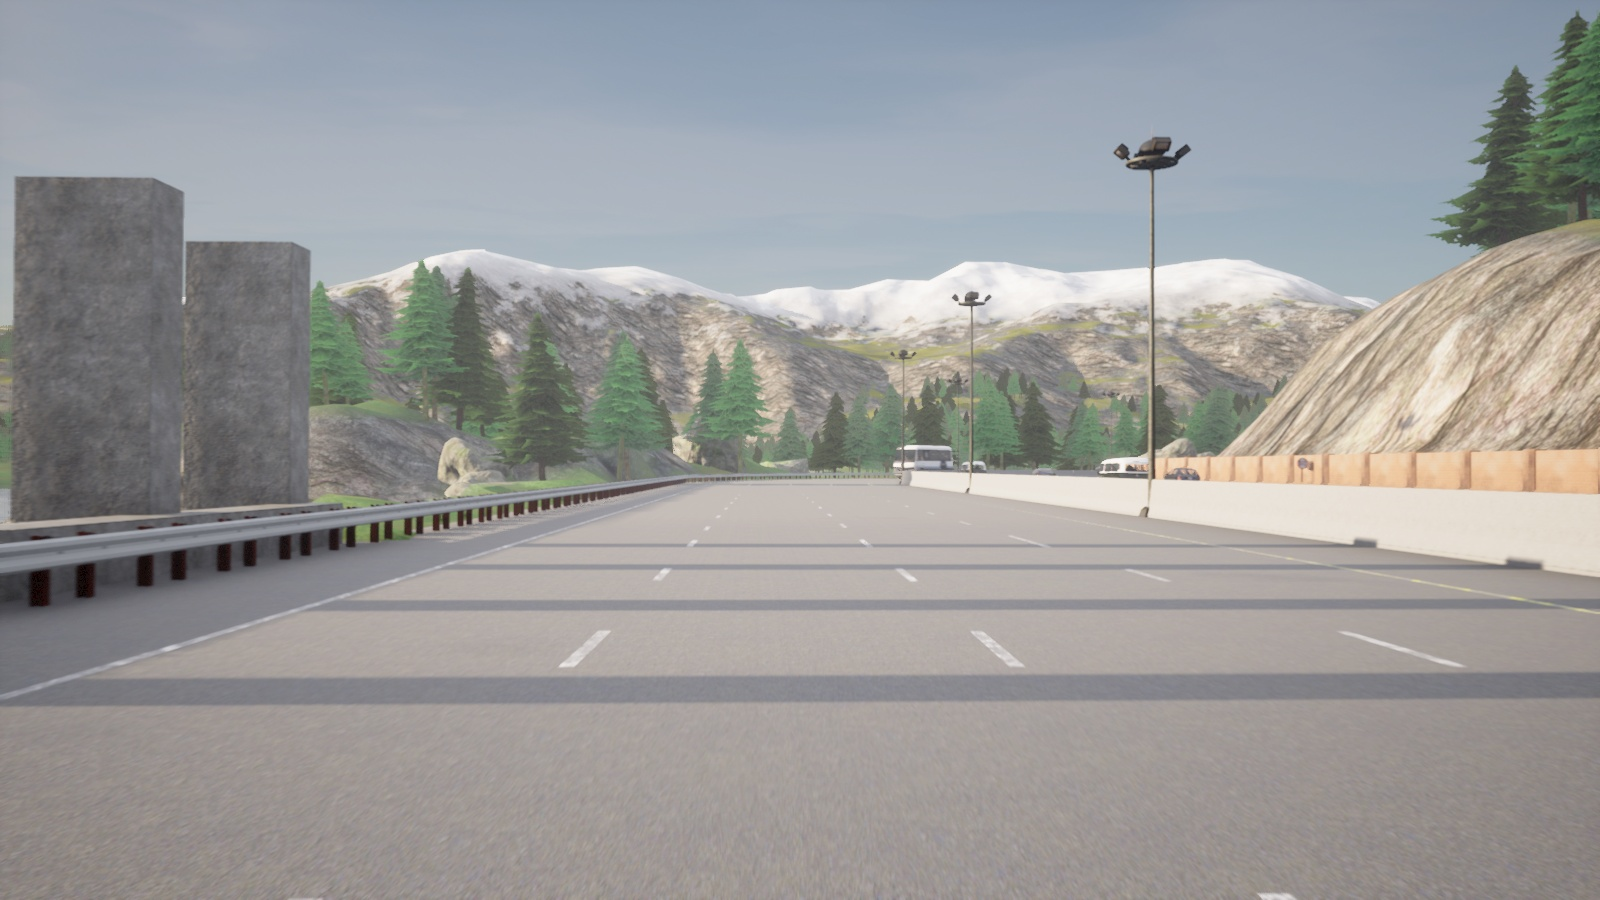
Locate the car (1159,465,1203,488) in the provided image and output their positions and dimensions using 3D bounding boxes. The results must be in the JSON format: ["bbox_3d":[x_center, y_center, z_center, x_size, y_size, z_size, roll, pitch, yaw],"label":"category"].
[{"bbox_3d":[26.034,1.798,85.863,1.789,1.549,3.705,0,-1,-1],"label":"car"}]

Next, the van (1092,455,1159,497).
[{"bbox_3d":[16.138,1.277,62.508,2.069,2.038,4.480,0,-1,-1],"label":"van"}]
